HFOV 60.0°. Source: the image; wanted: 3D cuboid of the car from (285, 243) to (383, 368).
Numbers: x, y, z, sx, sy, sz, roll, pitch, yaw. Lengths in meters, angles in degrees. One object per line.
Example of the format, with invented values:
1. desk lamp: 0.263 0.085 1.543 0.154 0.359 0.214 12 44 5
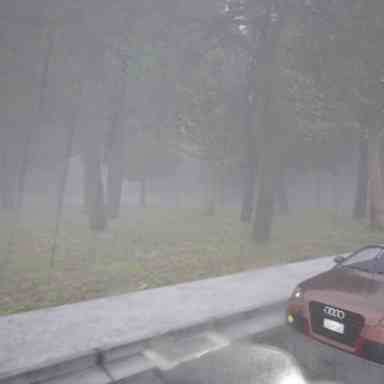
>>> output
1. car: 3.504 1.611 5.583 4.181 1.385 1.994 1 0 -36
